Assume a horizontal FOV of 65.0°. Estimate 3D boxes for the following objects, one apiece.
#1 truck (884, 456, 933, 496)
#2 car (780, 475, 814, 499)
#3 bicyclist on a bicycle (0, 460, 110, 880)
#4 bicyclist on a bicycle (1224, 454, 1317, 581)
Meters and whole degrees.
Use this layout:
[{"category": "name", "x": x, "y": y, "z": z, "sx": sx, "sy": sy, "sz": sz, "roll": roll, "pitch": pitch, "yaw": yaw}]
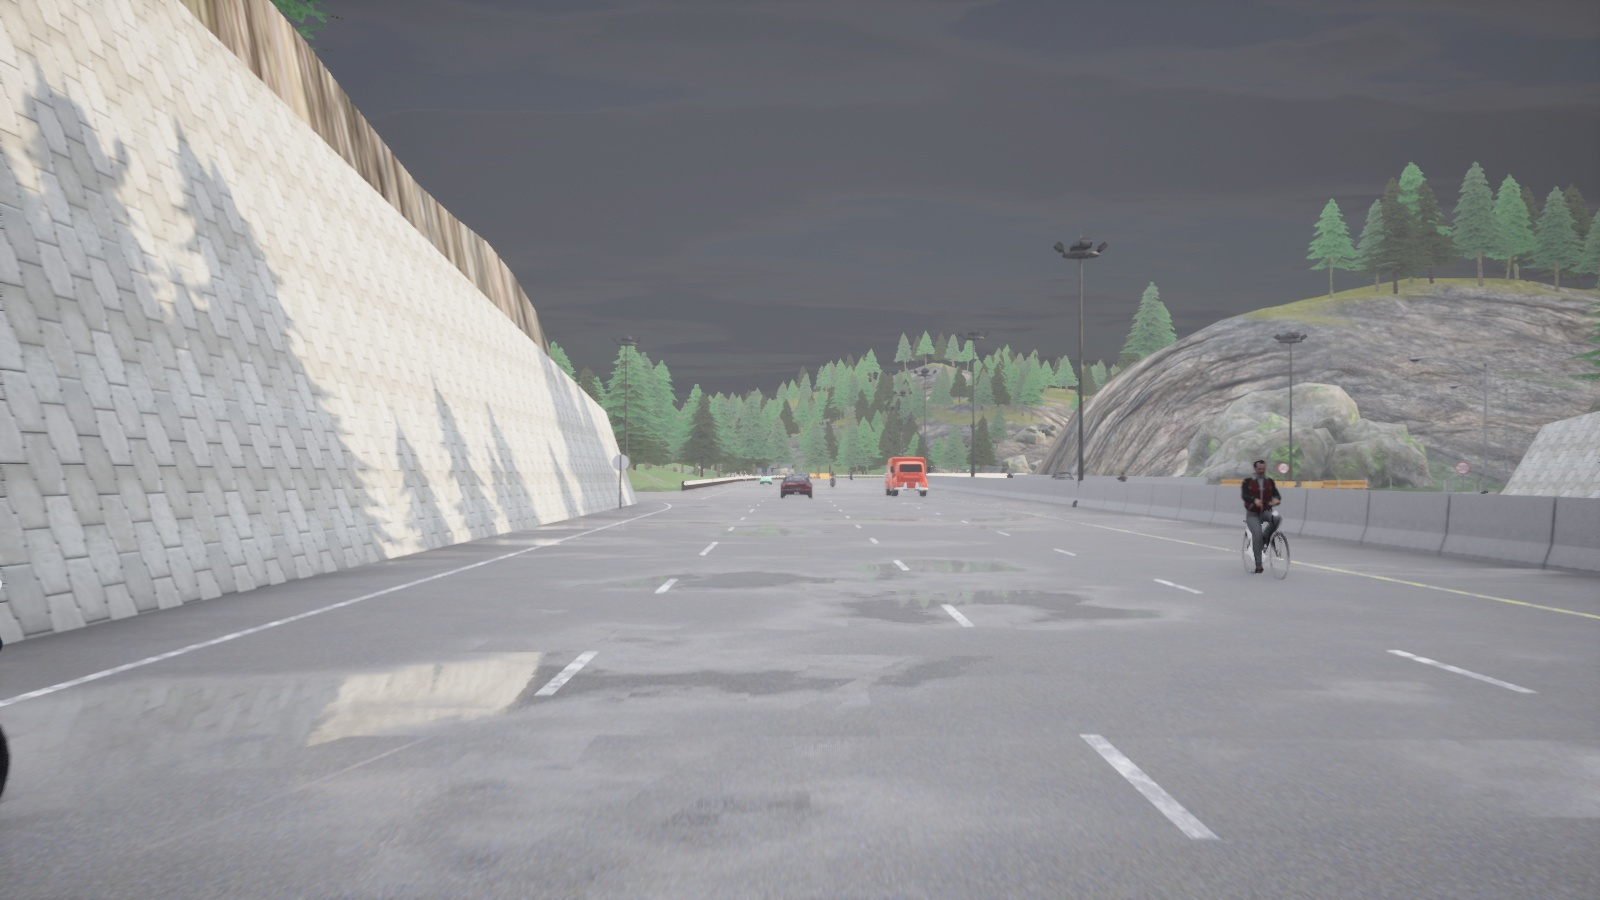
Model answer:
[{"category": "truck", "x": 6.807, "y": 1.632, "z": 79.336, "sx": 2.627, "sy": 2.467, "sz": 5.204, "roll": 0, "pitch": -1, "yaw": 0}, {"category": "car", "x": -0.174, "y": 2.119, "z": 71.855, "sx": 1.895, "sy": 1.301, "sz": 4.718, "roll": 0, "pitch": -1, "yaw": 0}, {"category": "bicyclist on a bicycle", "x": -3.508, "y": 0.846, "z": 4.829, "sx": 0.866, "sy": 1.612, "sz": 1.509, "roll": 0, "pitch": -1, "yaw": 0}, {"category": "bicyclist on a bicycle", "x": 6.954, "y": 0.969, "z": 18.644, "sx": 0.659, "sy": 1.776, "sz": 1.843, "roll": 0, "pitch": -1, "yaw": 0}]
